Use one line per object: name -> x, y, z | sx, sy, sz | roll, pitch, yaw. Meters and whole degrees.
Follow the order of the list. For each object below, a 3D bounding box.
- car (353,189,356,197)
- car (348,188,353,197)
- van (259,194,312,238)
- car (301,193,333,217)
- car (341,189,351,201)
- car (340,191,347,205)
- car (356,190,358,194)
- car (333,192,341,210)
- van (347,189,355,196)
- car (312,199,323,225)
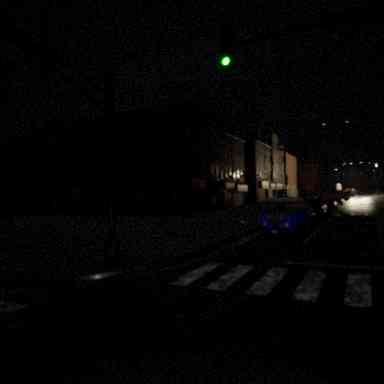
car -> 33.131, 0.410, 70.483 | 2.008, 1.369, 4.403 | 0, 1, 28
car -> 25.723, 0.506, 56.447 | 1.967, 1.590, 4.097 | 0, 1, 28
van -> 4.571, 1.171, 16.350 | 1.690, 1.788, 3.998 | 0, 1, 28
car -> 8.445, 0.987, 23.694 | 2.192, 1.841, 5.009 | 0, 1, 28
car -> 23.256, 0.686, 51.769 | 1.887, 1.381, 4.507 | 0, 1, 28
car -> 18.320, 0.885, 42.413 | 1.802, 1.307, 4.206 | 0, 1, 28
car -> 35.597, 0.111, 75.159 | 2.192, 1.841, 5.009 | 0, 0, 28
car -> 13.383, 1.025, 33.055 | 1.887, 1.381, 4.507 | 0, 1, 28
van -> 40.536, 0.026, 84.517 | 1.690, 1.788, 3.998 | -1, 0, 28
car -> 6.122, 1.318, 19.290 | 2.008, 1.369, 4.403 | 0, 1, 28
